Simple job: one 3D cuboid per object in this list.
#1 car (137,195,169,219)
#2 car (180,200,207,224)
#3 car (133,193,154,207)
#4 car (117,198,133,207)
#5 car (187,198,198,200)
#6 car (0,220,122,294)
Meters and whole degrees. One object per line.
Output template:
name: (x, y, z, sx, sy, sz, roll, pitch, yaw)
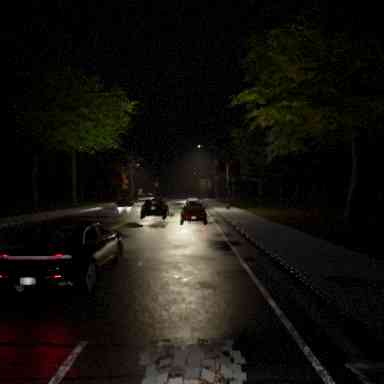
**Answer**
car: (-3.148, 1.356, 29.050, 2.097, 1.767, 4.553, 0, 0, 0)
car: (0.112, 1.528, 24.358, 1.812, 1.442, 4.674, 0, 0, 0)
car: (-6.581, 1.238, 48.290, 2.150, 2.045, 5.566, 0, 0, 0)
car: (-9.823, 1.582, 49.782, 1.994, 1.385, 4.181, 0, 0, 0)
car: (0.102, 1.503, 42.579, 2.128, 1.511, 4.902, 0, 0, 0)
car: (-3.150, 1.492, 8.806, 2.128, 1.511, 4.902, 0, 0, 0)
